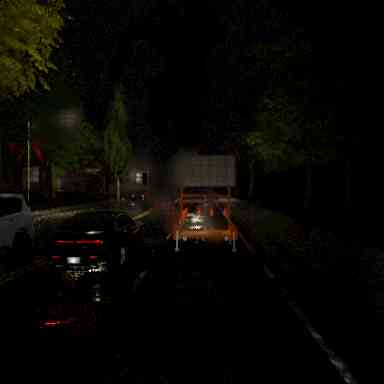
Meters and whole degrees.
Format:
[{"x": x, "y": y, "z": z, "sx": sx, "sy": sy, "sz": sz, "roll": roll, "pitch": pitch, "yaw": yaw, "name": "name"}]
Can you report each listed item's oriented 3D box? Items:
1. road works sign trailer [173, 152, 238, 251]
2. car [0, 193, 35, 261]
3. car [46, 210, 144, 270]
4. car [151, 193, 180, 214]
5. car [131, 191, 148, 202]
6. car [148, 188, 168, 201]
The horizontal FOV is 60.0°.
[{"x": 0.523, "y": 0.242, "z": 12.976, "sx": 2.380, "sy": 3.560, "sz": 2.880, "roll": 0, "pitch": 1, "yaw": 2, "name": "road works sign trailer"}, {"x": -6.236, "y": 1.069, "z": 8.576, "sx": 2.150, "sy": 2.045, "sz": 5.566, "roll": 0, "pitch": 1, "yaw": 2, "name": "car"}, {"x": -2.724, "y": 1.325, "z": 10.310, "sx": 1.837, "sy": 1.490, "sz": 4.892, "roll": 0, "pitch": 1, "yaw": 2, "name": "car"}, {"x": -2.087, "y": 1.091, "z": 28.611, "sx": 1.994, "sy": 1.385, "sz": 4.181, "roll": 0, "pitch": 1, "yaw": 2, "name": "car"}, {"x": -7.984, "y": 0.579, "z": 51.328, "sx": 2.097, "sy": 1.767, "sz": 4.553, "roll": 0, "pitch": 1, "yaw": 2, "name": "car"}, {"x": -4.786, "y": 0.466, "z": 49.976, "sx": 2.150, "sy": 2.045, "sz": 5.566, "roll": 0, "pitch": 1, "yaw": 2, "name": "car"}]
